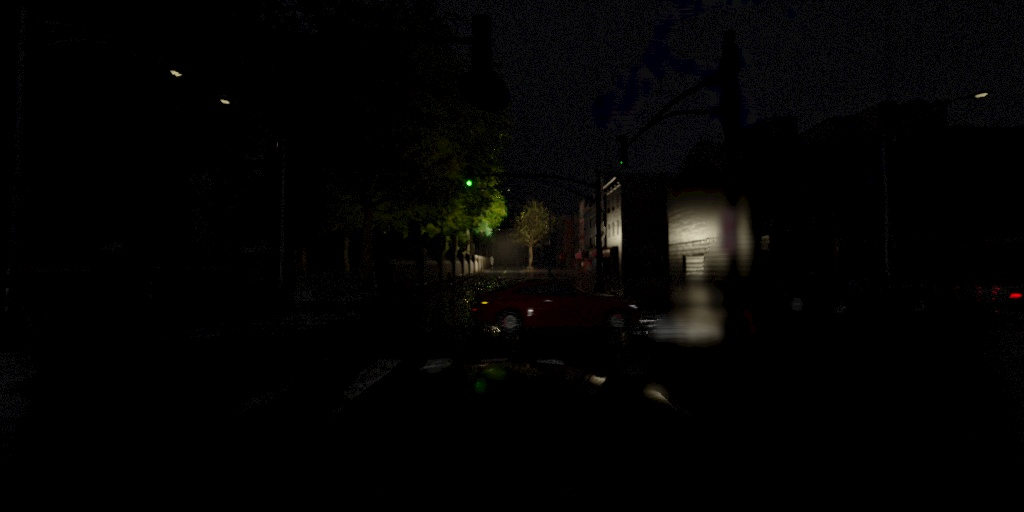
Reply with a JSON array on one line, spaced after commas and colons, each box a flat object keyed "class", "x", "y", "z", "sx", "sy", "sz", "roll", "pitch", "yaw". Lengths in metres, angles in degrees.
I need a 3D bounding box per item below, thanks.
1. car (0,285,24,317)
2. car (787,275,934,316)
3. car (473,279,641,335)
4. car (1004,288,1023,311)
[{"class": "car", "x": -20.573, "y": 1.621, "z": 12.961, "sx": 4.403, "sy": 1.370, "sz": 2.007, "roll": 0, "pitch": 0, "yaw": 0}, {"class": "car", "x": 12.412, "y": 1.357, "z": 12.888, "sx": 4.313, "sy": 1.339, "sz": 1.948, "roll": 0, "pitch": 0, "yaw": 0}, {"class": "car", "x": 1.234, "y": 1.371, "z": 10.287, "sx": 4.674, "sy": 1.442, "sz": 1.812, "roll": 0, "pitch": -1, "yaw": 0}, {"class": "car", "x": 17.742, "y": 1.222, "z": 10.259, "sx": 5.357, "sy": 1.411, "sz": 2.033, "roll": 0, "pitch": -2, "yaw": 0}]
